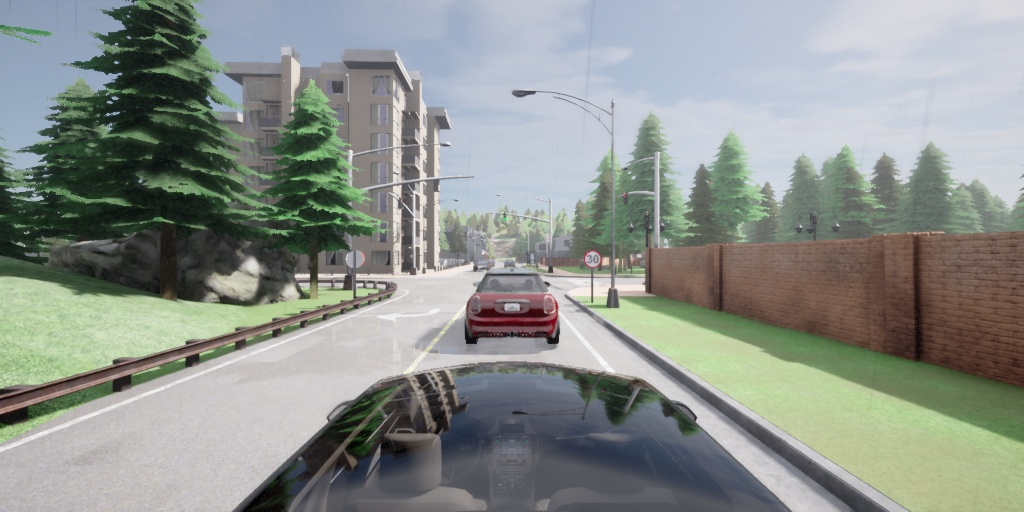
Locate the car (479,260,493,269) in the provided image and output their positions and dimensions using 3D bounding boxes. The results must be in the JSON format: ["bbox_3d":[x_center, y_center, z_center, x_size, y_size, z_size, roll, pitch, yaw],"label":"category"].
[{"bbox_3d":[-4.058,1.314,56.529,1.994,1.385,4.181,0,0,0],"label":"car"}]

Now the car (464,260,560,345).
[{"bbox_3d":[0.001,1.101,9.632,2.097,1.767,4.553,0,0,0],"label":"car"}]

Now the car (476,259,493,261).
[{"bbox_3d":[-3.982,1.241,46.675,2.128,1.511,4.902,0,0,-1],"label":"car"}]
